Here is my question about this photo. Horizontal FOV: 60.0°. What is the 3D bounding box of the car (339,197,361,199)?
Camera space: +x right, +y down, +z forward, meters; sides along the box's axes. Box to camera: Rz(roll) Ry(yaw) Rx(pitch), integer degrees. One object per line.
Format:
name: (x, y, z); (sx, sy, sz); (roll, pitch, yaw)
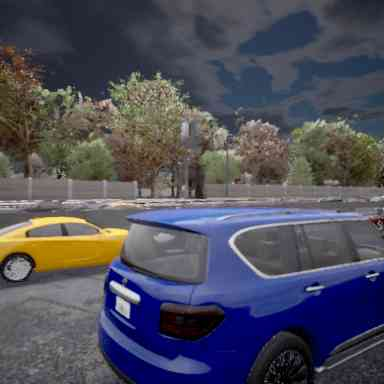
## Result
car: (25.537, 1.570, 52.269); (4.181, 1.385, 1.994); (0, 0, -35)

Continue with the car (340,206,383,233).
car: (11.256, 1.591, 20.386); (4.718, 1.301, 1.895); (0, 0, -36)

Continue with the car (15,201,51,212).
car: (-12.951, 1.527, 29.151); (4.674, 1.442, 1.812); (0, 0, -36)

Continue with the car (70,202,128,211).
car: (-5.026, 1.476, 21.909); (5.008, 1.535, 1.882); (0, 0, -36)

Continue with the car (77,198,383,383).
car: (1.506, 1.219, 4.823); (5.566, 2.045, 2.150); (0, 0, -36)

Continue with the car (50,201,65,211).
car: (-8.638, 1.547, 27.933); (5.357, 1.411, 2.033); (0, 0, -36)

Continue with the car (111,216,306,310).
car: (0.620, 1.502, 8.491); (4.892, 1.490, 1.837); (0, 0, -36)

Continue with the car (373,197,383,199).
car: (27.744, 1.533, 49.544); (4.674, 1.442, 1.812); (0, 0, -35)

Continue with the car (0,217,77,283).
car: (-3.648, 1.478, 9.745); (5.008, 1.535, 1.882); (0, 0, -36)

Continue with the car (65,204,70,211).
car: (-6.587, 1.490, 25.093); (4.902, 1.511, 2.128); (0, 0, -36)
